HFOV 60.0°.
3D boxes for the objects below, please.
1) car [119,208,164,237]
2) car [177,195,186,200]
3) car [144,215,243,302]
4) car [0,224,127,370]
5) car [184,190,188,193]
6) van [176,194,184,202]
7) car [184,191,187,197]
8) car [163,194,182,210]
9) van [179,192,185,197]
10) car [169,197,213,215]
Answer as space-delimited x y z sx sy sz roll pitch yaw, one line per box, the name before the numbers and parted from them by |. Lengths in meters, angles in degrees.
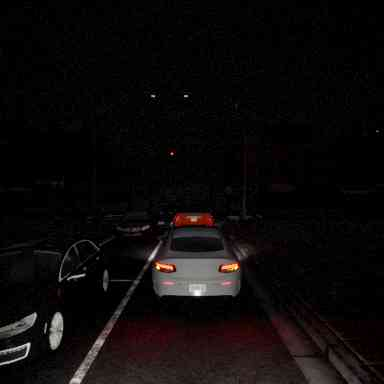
car | -2.674 1.582 16.751 1.802 1.307 4.206 -2 0 0
car | -2.737 1.430 87.849 2.008 1.369 4.403 -1 0 0
car | 0.093 1.523 8.149 1.812 1.442 4.674 0 0 0
car | -2.664 1.548 5.857 2.008 1.369 4.403 -2 0 0
car | -2.744 1.132 93.398 2.192 1.841 5.009 -1 1 0
van | -2.733 1.302 76.765 1.690 1.788 3.998 -1 0 0
car | -2.730 1.308 71.228 2.192 1.841 5.009 -1 0 0
car | -2.705 1.484 43.529 1.967 1.590 4.097 -2 0 0
van | -2.724 1.360 65.685 1.690 1.788 3.998 -1 0 0
car | 0.083 1.353 18.112 2.097 1.767 4.553 0 0 0
